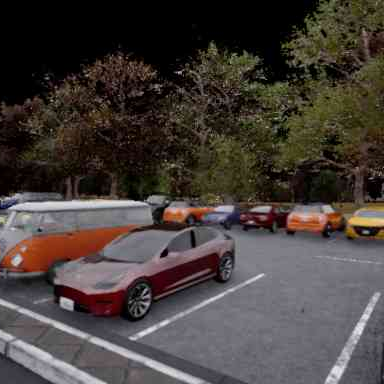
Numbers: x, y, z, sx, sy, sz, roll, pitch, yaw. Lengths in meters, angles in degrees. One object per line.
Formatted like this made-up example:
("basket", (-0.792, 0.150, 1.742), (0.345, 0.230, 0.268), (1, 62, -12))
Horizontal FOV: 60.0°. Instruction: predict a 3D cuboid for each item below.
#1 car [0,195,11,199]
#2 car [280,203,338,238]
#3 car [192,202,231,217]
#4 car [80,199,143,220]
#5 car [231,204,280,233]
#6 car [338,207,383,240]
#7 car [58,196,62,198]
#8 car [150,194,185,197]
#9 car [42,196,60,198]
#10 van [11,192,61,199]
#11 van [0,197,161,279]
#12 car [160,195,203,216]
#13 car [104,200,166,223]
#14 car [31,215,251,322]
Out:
("car", (-18.012, 1.057, 36.189), (2.435, 2.045, 5.566), (0, 0, 36))
("car", (6.858, 1.368, 18.305), (2.185, 1.767, 4.553), (0, 0, 36))
("car", (2.356, 1.503, 21.585), (2.002, 1.452, 4.674), (0, 0, 36))
("car", (-6.687, 1.399, 28.090), (2.231, 1.521, 4.892), (0, 0, 36))
("car", (4.612, 1.478, 19.952), (2.097, 1.535, 5.008), (0, 0, 36))
("car", (9.140, 1.507, 16.710), (2.097, 1.535, 5.008), (0, 0, 36))
("car", (-8.949, 1.381, 29.715), (2.097, 1.535, 5.008), (0, 0, 36))
("car", (-2.183, 1.181, 24.809), (2.435, 2.045, 5.566), (0, 0, 36))
("car", (-11.212, 1.404, 31.338), (2.002, 1.452, 4.674), (0, 0, 36))
("van", (-15.802, 1.101, 34.491), (1.878, 1.987, 4.442), (0, 0, 36))
("van", (-3.120, 1.254, 9.264), (1.878, 1.987, 4.442), (0, 0, 36))
("car", (0.075, 1.322, 23.182), (2.185, 1.767, 4.553), (0, 0, 36))
("car", (-4.415, 1.445, 26.483), (2.163, 1.488, 4.792), (0, 0, 36))
("car", (-0.758, 1.524, 7.675), (2.163, 1.488, 4.792), (0, 0, 36))
